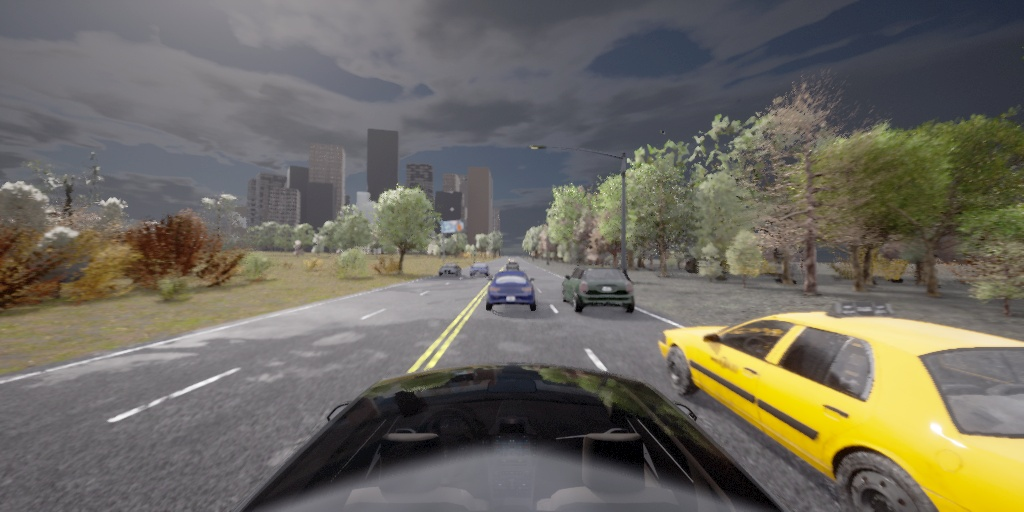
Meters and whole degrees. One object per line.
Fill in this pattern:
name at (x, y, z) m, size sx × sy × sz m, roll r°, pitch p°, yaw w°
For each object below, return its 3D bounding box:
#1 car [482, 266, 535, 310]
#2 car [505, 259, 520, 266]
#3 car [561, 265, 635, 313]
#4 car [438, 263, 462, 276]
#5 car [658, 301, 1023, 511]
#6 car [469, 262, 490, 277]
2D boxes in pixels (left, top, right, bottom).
car at (-0.034, 1.330, 14.850) m, size 1.812 × 1.442 × 4.674 m, roll 0°, pitch 0°, yaw 0°
car at (0.094, 1.388, 51.228) m, size 2.128 × 1.511 × 4.902 m, roll 0°, pitch 0°, yaw 0°
car at (3.251, 1.154, 14.415) m, size 2.097 × 1.767 × 4.553 m, roll 0°, pitch 0°, yaw 0°
car at (-6.503, 1.432, 38.066) m, size 1.994 × 1.385 × 4.181 m, roll 0°, pitch 0°, yaw 0°
car at (3.250, 1.212, 3.631) m, size 1.801 × 1.575 × 5.366 m, roll 0°, pitch 0°, yaw 0°
car at (-3.264, 1.391, 37.000) m, size 1.812 × 1.442 × 4.674 m, roll 0°, pitch 0°, yaw 0°
